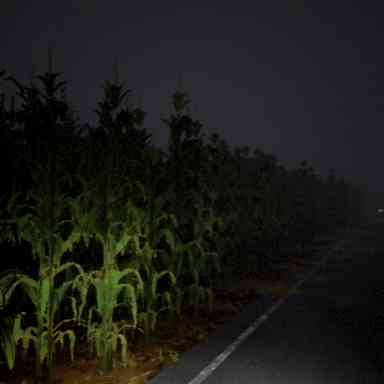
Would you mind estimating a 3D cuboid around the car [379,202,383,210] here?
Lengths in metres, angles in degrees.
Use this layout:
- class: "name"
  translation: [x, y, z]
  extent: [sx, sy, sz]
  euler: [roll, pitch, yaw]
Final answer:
- class: "car"
  translation: [39.966, 2.886, 68.836]
  extent: [1.882, 1.535, 5.008]
  euler: [1, -1, 31]
